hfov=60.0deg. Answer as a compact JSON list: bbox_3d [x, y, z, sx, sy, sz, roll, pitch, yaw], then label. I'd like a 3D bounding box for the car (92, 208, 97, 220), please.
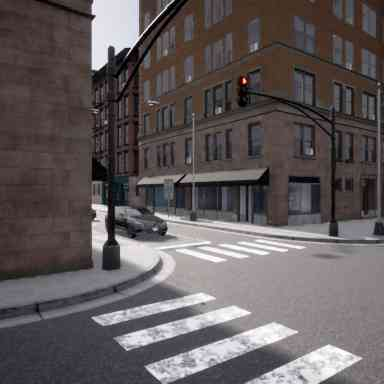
[{"bbox_3d":[-9.081,1.394,25.741,2.033,1.411,5.357,0,0,-36],"label":"car"}]

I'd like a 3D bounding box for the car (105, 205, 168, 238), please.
[{"bbox_3d":[-3.048,1.436,17.282,1.812,1.442,4.674,0,0,-35],"label":"car"}]
